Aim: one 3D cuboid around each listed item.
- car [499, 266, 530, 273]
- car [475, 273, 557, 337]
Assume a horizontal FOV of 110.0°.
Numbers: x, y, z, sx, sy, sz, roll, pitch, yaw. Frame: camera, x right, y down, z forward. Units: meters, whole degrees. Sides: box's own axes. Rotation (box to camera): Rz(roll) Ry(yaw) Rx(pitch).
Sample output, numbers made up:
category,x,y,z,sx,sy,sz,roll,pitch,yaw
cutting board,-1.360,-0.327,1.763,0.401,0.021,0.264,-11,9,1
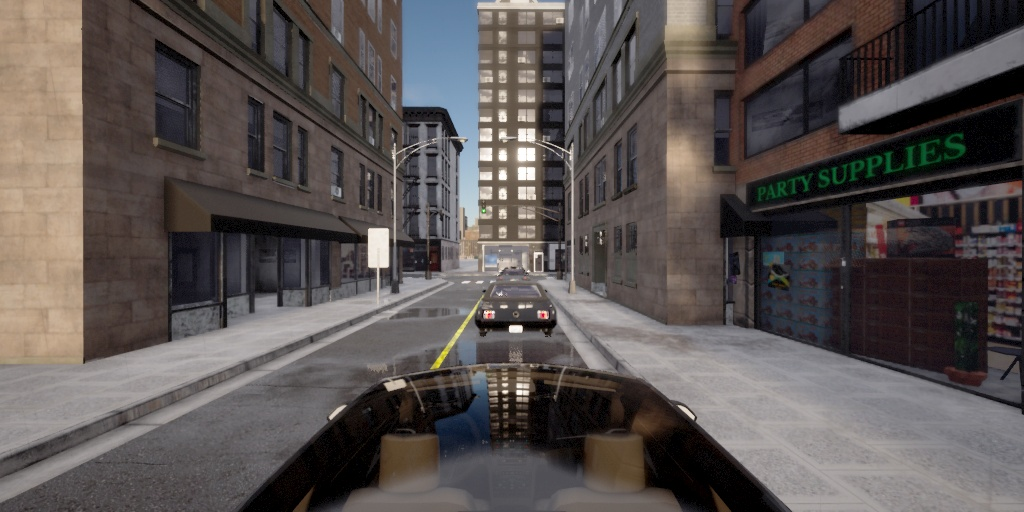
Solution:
category,x,y,z,sx,sy,sz,roll,pitch,yaw
car,0.155,1.314,21.647,1.994,1.385,4.181,0,0,3
car,0.089,1.351,10.275,1.895,1.301,4.718,0,0,0
